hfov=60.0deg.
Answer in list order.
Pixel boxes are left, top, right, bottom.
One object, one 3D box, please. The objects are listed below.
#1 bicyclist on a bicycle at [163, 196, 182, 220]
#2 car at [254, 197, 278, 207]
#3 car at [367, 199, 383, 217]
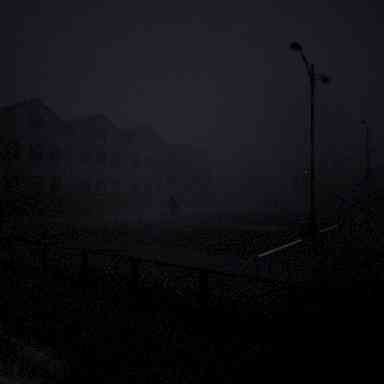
[{"bbox_3d":[-1.377,1.109,23.046,1.656,1.620,0.582,0,0,35],"label":"bicyclist on a bicycle"},{"bbox_3d":[10.458,1.356,46.673,2.033,1.411,5.357,0,0,32],"label":"car"},{"bbox_3d":[15.445,1.298,26.799,2.007,1.523,4.514,0,0,35],"label":"car"}]
